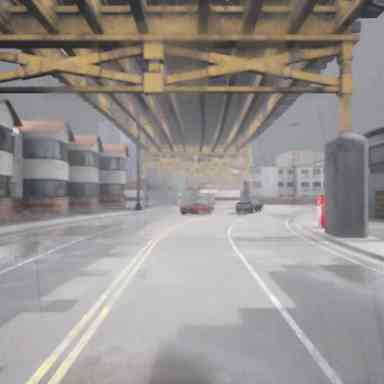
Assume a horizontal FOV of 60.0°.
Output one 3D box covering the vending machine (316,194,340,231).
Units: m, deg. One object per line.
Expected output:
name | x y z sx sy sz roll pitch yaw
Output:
vending machine | 7.909 1.175 19.433 1.100 2.100 0.880 -1 -1 10

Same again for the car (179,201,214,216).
car | 0.508 1.597 32.251 1.895 1.301 4.718 0 0 24

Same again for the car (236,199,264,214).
car | 6.170 1.464 35.208 2.128 1.511 4.902 0 0 29
